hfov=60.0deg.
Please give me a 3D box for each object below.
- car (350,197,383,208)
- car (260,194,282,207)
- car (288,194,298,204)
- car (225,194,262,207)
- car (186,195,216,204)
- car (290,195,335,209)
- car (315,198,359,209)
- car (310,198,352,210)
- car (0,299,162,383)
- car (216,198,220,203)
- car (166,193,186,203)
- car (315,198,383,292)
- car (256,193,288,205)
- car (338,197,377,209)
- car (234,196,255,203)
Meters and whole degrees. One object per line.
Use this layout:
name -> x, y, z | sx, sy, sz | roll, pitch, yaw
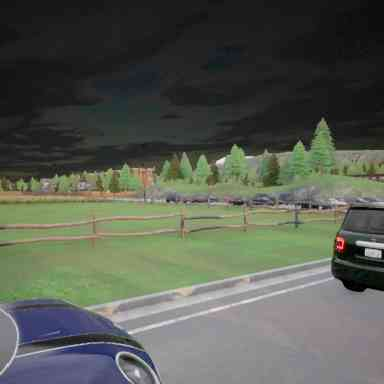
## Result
car -> 26.500, 1.547, 49.087 | 2.033, 1.411, 5.357 | 0, 0, -36
car -> 11.093, 1.477, 52.332 | 1.882, 1.535, 5.008 | 0, 0, -36
car -> 17.469, 1.490, 55.484 | 2.128, 1.511, 4.902 | 0, 0, -36
car -> 7.810, 1.504, 50.891 | 1.837, 1.490, 4.892 | 0, 0, -36
car -> 1.637, 1.548, 65.321 | 2.033, 1.411, 5.357 | 0, 0, -36
car -> 15.053, 1.505, 41.020 | 1.837, 1.490, 4.892 | 0, 0, -36
car -> 20.010, 1.547, 46.095 | 2.033, 1.411, 5.357 | 0, 0, -36
car -> 17.921, 1.526, 43.028 | 1.812, 1.442, 4.674 | 0, 0, -36
car -> -2.384, 1.352, 2.040 | 4.553, 1.767, 2.097 | 0, 0, -36
car -> 3.712, 1.477, 68.441 | 1.882, 1.535, 5.008 | 0, 0, -36
car -> -3.089, 1.206, 65.893 | 2.150, 2.045, 5.566 | 0, 0, -36
car -> 5.510, 1.221, 7.701 | 5.566, 2.045, 2.150 | 0, 0, -36
car -> 12.787, 1.222, 55.944 | 2.150, 2.045, 5.566 | 0, 0, -36
car -> 23.479, 1.526, 47.286 | 1.812, 1.442, 4.674 | 0, 0, -37
car -> 11.084, 1.546, 70.247 | 1.994, 1.385, 4.181 | 0, 0, -36
